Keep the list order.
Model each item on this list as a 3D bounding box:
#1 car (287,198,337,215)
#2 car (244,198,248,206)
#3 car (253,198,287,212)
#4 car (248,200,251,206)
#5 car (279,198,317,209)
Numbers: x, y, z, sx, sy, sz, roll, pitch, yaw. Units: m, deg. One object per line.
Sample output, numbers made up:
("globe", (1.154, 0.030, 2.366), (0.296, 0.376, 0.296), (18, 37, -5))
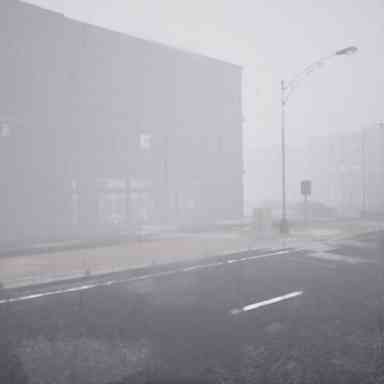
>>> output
("car", (12.012, 1.558, 32.722), (1.947, 1.339, 4.313), (-2, 1, -36))
("car", (7.645, 1.635, 53.461), (1.802, 1.307, 4.206), (-2, 1, -36))
("car", (10.176, 1.569, 39.968), (2.033, 1.411, 5.357), (-1, 0, -36))
("car", (10.861, 1.573, 48.957), (1.802, 1.307, 4.206), (-2, 1, -36))
("car", (14.078, 1.479, 44.453), (2.008, 1.369, 4.403), (-2, 1, -36))
